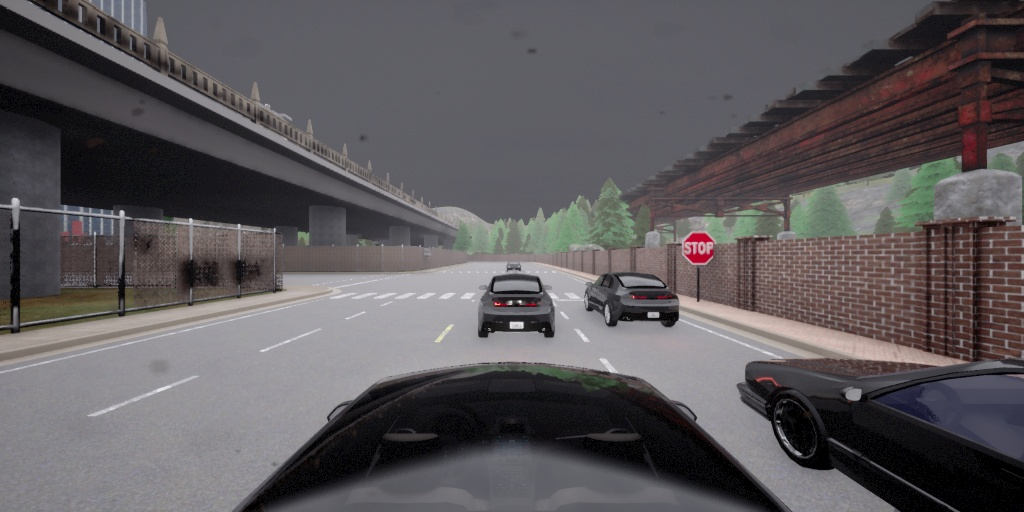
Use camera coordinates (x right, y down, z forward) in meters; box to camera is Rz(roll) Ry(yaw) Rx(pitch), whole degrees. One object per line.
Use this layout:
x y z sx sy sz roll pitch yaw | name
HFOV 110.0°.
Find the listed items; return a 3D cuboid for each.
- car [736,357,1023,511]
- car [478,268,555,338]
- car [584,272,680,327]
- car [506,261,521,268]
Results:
3.600 1.297 1.798 2.033 1.411 5.357 0 0 0 | car
0.105 1.255 10.188 1.837 1.490 4.892 0 0 0 | car
3.608 1.255 11.545 1.837 1.490 4.892 0 0 0 | car
0.222 1.351 46.360 1.895 1.301 4.718 0 0 -1 | car
